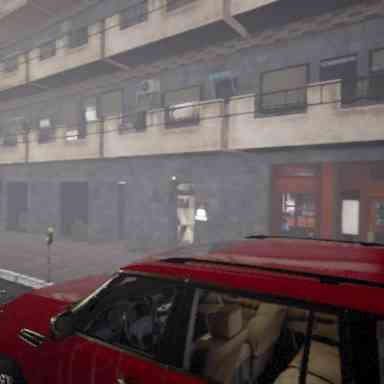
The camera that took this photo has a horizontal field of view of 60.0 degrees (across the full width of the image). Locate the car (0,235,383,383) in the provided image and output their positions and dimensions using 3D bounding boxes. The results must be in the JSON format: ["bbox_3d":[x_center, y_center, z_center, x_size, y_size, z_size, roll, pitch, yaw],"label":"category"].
[{"bbox_3d":[0.308,1.310,2.639,5.009,1.841,2.192,0,1,36],"label":"car"}]
